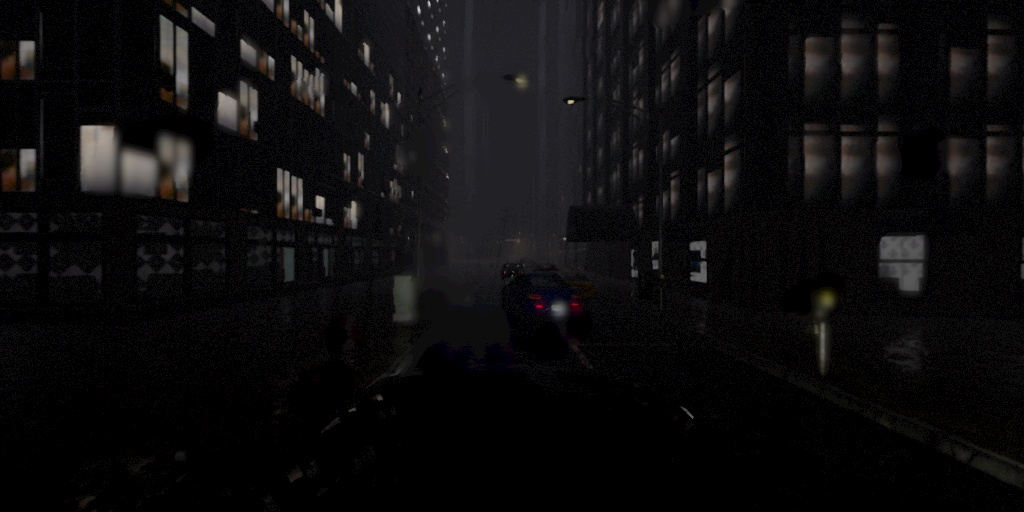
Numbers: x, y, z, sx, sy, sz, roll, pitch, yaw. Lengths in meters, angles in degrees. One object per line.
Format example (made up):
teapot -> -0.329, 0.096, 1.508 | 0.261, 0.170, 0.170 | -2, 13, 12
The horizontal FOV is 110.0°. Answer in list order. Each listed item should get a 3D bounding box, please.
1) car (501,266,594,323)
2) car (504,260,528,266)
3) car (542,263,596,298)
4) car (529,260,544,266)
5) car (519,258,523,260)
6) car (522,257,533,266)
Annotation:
car -> 0.835, 1.243, 11.926 | 1.812, 1.442, 4.674 | 0, 0, -11
car -> 0.103, 1.261, 29.658 | 1.895, 1.301, 4.718 | 0, 0, 0
car -> 2.567, 1.229, 16.390 | 1.751, 1.417, 4.829 | 0, 0, 0
car -> 2.568, 1.213, 27.323 | 1.888, 1.381, 4.507 | 0, 0, 0
car -> 0.104, 1.208, 45.305 | 1.895, 1.301, 4.718 | 0, 0, 0
car -> 2.571, 1.118, 49.698 | 1.751, 1.417, 4.829 | 0, 0, 0
